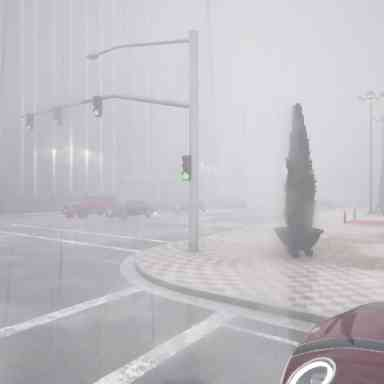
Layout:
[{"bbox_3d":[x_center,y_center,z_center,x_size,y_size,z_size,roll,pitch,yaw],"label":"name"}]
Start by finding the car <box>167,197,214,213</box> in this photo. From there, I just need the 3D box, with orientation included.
[{"bbox_3d":[-0.092,1.491,36.405,2.128,1.511,4.902,0,0,35],"label":"car"}]

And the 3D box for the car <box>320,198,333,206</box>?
[{"bbox_3d":[22.627,1.601,56.418,1.895,1.301,4.718,0,0,34],"label":"car"}]

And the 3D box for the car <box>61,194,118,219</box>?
[{"bbox_3d":[-8.898,1.221,29.884,2.150,2.045,5.566,0,0,35],"label":"car"}]

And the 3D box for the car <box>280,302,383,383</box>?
[{"bbox_3d":[2.830,1.352,1.952,4.553,1.767,2.097,0,0,36],"label":"car"}]

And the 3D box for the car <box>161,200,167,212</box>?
[{"bbox_3d":[-3.193,1.564,38.070,1.994,1.385,4.181,0,0,35],"label":"car"}]

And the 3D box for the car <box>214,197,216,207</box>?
[{"bbox_3d":[2.638,1.478,46.422,1.882,1.535,5.008,0,0,35],"label":"car"}]

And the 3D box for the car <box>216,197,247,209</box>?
[{"bbox_3d":[5.721,1.491,44.722,2.128,1.511,4.902,0,0,35],"label":"car"}]

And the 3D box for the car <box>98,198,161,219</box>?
[{"bbox_3d":[-5.303,1.491,28.933,2.128,1.511,4.902,0,0,35],"label":"car"}]
